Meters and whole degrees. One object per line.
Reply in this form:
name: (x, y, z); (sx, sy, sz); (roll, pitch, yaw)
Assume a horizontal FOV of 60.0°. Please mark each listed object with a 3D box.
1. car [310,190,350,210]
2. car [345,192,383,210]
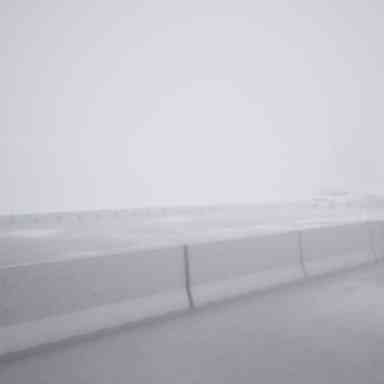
car: (15.240, 0.770, 36.174); (5.566, 2.045, 2.150); (0, 0, -35)
car: (18.232, 1.030, 33.993); (4.902, 1.511, 2.128); (-1, 1, -35)
